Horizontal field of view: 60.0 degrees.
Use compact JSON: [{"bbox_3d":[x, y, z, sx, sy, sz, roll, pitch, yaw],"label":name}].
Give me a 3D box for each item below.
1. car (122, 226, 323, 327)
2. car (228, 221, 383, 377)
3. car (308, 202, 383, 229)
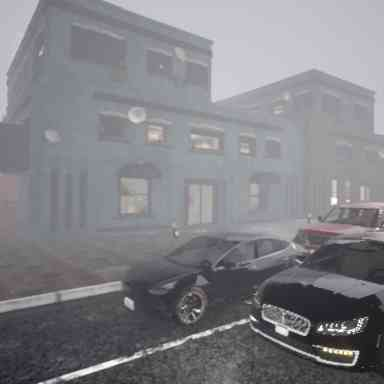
[{"bbox_3d":[0.689,1.548,7.034,4.313,1.339,1.947,0,1,-35],"label":"car"},{"bbox_3d":[3.103,1.483,5.591,4.892,1.490,1.837,0,0,-36],"label":"car"},{"bbox_3d":[5.321,1.275,10.331,5.009,1.841,2.192,0,1,-35],"label":"car"}]
